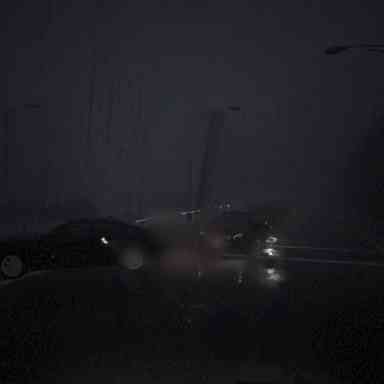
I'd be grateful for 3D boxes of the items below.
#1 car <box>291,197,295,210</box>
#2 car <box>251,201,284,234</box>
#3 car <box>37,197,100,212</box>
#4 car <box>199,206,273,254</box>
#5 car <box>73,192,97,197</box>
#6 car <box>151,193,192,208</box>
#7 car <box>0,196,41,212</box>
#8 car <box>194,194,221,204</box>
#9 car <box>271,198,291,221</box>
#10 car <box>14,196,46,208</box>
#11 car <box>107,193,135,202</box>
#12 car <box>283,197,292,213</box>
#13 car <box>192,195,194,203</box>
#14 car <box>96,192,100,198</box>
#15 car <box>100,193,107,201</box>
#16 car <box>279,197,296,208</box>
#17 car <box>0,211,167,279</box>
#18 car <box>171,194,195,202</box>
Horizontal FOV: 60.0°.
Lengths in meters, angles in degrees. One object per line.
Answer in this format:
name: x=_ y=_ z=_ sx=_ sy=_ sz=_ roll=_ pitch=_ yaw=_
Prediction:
car: x=9.924 y=1.545 z=36.465 sx=1.994 sy=1.385 sz=4.181 roll=0 pitch=0 yaw=19
car: x=4.036 y=1.491 z=19.237 sx=1.837 sy=1.490 sz=4.892 roll=0 pitch=0 yaw=19
car: x=-8.942 y=1.356 z=24.187 sx=3.633 sy=1.501 sz=1.845 roll=0 pitch=0 yaw=19
car: x=1.871 y=1.515 z=13.836 sx=1.812 sy=1.442 sz=4.674 roll=0 pitch=0 yaw=25
car: x=-18.265 y=1.250 z=53.748 sx=4.514 sy=1.523 sz=2.007 roll=0 pitch=0 yaw=19
car: x=-2.810 y=1.076 z=41.731 sx=4.605 sy=1.855 sz=1.932 roll=0 pitch=0 yaw=19
car: x=-15.003 y=1.356 z=29.404 sx=3.806 sy=1.475 sz=1.970 roll=0 pitch=0 yaw=19
car: x=1.869 y=1.128 z=56.723 sx=5.027 sy=1.636 sz=2.152 roll=0 pitch=0 yaw=19
car: x=5.967 y=1.476 z=24.877 sx=2.128 sy=1.511 sz=4.902 roll=0 pitch=0 yaw=19
car: x=-21.533 y=1.274 z=44.304 sx=3.633 sy=1.501 sz=1.845 roll=0 pitch=0 yaw=19
car: x=-13.569 y=1.048 z=65.307 sx=4.605 sy=1.855 sz=1.932 roll=0 pitch=0 yaw=19
car: x=7.864 y=1.488 z=30.434 sx=1.837 sy=1.490 sz=4.892 roll=0 pitch=0 yaw=19
car: x=-2.262 y=1.054 z=44.614 sx=3.866 sy=1.878 sz=1.905 roll=0 pitch=0 yaw=19
car: x=-21.607 y=1.300 z=68.010 sx=3.806 sy=1.475 sz=1.970 roll=0 pitch=0 yaw=19
car: x=-19.954 y=1.016 z=70.958 sx=3.866 sy=1.878 sz=1.905 roll=0 pitch=0 yaw=19
car: x=13.716 y=1.470 z=47.584 sx=2.128 sy=1.511 sz=4.902 roll=0 pitch=0 yaw=19
car: x=-3.255 y=1.476 z=9.829 sx=5.008 sy=1.535 sz=1.882 roll=0 pitch=0 yaw=-15
car: x=-1.853 y=1.260 z=68.644 sx=4.514 sy=1.523 sz=2.007 roll=0 pitch=0 yaw=19
